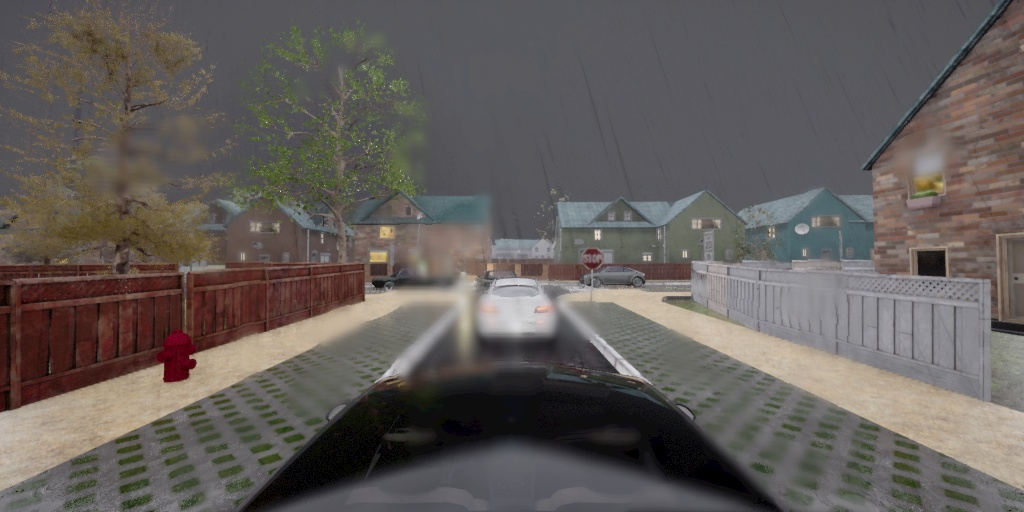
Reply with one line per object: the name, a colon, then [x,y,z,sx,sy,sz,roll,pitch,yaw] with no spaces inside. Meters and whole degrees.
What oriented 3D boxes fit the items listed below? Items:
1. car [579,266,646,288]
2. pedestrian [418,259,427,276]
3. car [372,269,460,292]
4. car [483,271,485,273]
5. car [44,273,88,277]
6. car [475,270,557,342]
car: [6.554,1.344,23.631,4.181,1.385,1.994,0,-1,1]
pedestrian: [-6.683,1.118,26.736,0.375,1.860,0.375,0,-1,1]
car: [-5.469,1.416,20.849,4.718,1.301,1.895,-1,-1,1]
car: [-0.745,1.366,18.461,1.895,1.301,4.718,0,-1,-12]
car: [-25.593,1.632,21.133,4.718,1.301,1.895,-1,-1,1]
car: [0.109,1.279,9.642,1.812,1.442,4.674,0,0,0]
